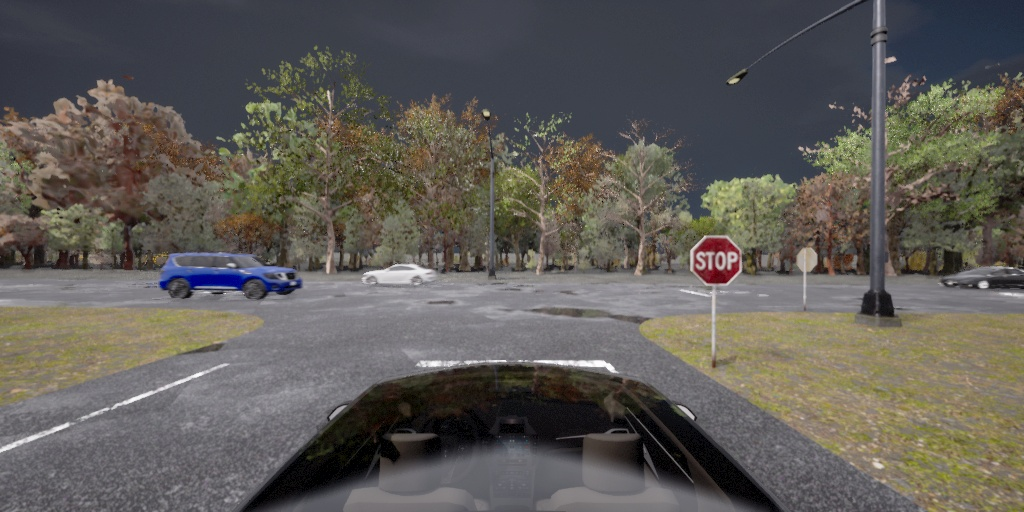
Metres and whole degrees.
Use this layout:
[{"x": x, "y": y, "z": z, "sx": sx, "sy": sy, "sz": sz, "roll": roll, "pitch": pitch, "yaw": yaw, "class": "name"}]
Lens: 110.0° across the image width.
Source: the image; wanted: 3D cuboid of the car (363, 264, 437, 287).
[{"x": -7.236, "y": 1.227, "z": 23.337, "sx": 4.674, "sy": 1.442, "sz": 1.812, "roll": 0, "pitch": 0, "yaw": 1, "class": "car"}]

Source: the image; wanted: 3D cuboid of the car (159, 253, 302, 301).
[{"x": -12.744, "y": 0.882, "z": 16.389, "sx": 5.566, "sy": 2.045, "sz": 2.150, "roll": 0, "pitch": 0, "yaw": 1, "class": "car"}]

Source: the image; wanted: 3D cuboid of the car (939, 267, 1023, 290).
[{"x": 30.687, "y": 1.466, "z": 23.111, "sx": 4.892, "sy": 1.490, "sz": 1.837, "roll": -1, "pitch": 0, "yaw": 0, "class": "car"}]
